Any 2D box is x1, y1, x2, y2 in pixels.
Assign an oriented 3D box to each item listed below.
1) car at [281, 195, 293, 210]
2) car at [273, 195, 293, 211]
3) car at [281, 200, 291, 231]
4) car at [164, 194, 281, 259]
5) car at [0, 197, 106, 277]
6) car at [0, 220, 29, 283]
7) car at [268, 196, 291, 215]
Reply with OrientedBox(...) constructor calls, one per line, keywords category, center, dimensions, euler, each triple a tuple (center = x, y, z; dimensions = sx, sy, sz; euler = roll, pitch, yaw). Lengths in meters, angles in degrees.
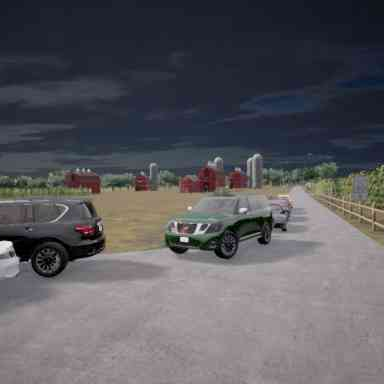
OrientedBox(category="car", center=(6.266, 1.231, 24.726), dimensions=(1.882, 1.535, 5.008), euler=(0, 0, 18))
OrientedBox(category="car", center=(10.003, 1.104, 36.475), dimensions=(1.882, 1.535, 5.008), euler=(0, 1, 18))
OrientedBox(category="car", center=(4.415, 1.377, 18.993), dimensions=(1.994, 1.385, 4.181), euler=(0, 0, 17))
OrientedBox(category="car", center=(1.299, 1.106, 12.668), dimensions=(2.150, 2.045, 5.566), euler=(0, 0, 34))
OrientedBox(category="car", center=(-5.364, 1.225, 9.595), dimensions=(5.566, 2.045, 2.150), euler=(-1, 1, -4))
OrientedBox(category="car", center=(-6.101, 1.611, 6.676), dimensions=(4.674, 1.442, 1.812), euler=(-2, 2, -38))
OrientedBox(category="car", center=(8.190, 1.193, 30.772), dimensions=(1.837, 1.490, 4.892), euler=(0, 0, 18))
